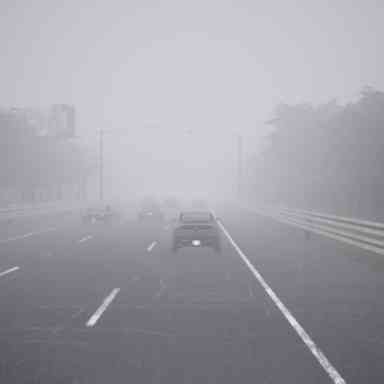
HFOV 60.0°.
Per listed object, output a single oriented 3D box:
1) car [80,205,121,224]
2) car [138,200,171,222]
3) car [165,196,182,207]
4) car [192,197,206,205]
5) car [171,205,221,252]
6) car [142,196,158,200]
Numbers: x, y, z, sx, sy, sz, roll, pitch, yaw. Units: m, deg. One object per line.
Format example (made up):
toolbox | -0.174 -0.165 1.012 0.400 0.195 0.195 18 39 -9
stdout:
car | -6.644 1.626 24.860 1.895 1.301 4.718 0 0 1
car | -3.093 1.598 26.974 1.994 1.385 4.181 0 0 1
car | -2.561 1.335 44.824 2.097 1.767 4.553 0 0 2
car | 1.014 1.500 47.020 1.812 1.442 4.674 0 1 2
car | 0.182 1.525 14.052 1.837 1.490 4.892 0 0 1
car | -5.963 1.306 47.571 2.097 1.767 4.553 0 0 2
